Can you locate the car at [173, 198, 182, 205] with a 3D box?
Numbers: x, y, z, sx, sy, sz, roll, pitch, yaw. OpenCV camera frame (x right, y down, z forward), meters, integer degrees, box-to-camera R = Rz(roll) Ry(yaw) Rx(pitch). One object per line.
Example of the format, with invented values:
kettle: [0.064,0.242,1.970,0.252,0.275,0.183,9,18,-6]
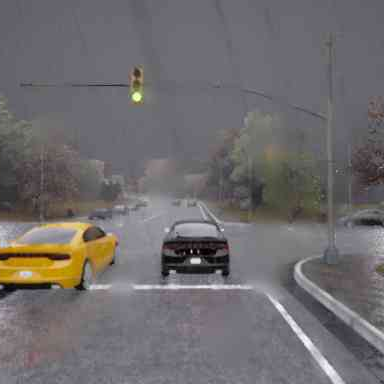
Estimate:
car: [-3.621,2.272,81.413,1.994,1.385,4.181,0,1,-3]

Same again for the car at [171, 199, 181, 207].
car: [-3.503,2.395,71.345,1.837,1.490,4.892,0,1,0]

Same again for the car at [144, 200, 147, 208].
car: [-10.503,2.457,69.964,2.033,1.411,5.357,0,1,0]

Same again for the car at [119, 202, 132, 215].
car: [-10.586,2.655,49.280,1.812,1.442,4.674,0,0,0]

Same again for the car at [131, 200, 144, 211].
car: [-10.543,2.584,59.385,2.128,1.511,4.902,0,1,1]

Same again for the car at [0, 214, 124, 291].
car: [-3.406,1.586,9.302,1.882,1.535,5.008,0,-1,0]

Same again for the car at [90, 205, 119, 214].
car: [-10.613,2.550,39.408,2.033,1.411,5.357,0,-1,1]

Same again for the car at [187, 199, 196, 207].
car: [-0.003,2.426,70.961,2.128,1.511,4.902,0,1,0]

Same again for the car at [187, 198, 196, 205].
car: [-0.120,2.277,81.399,1.994,1.385,4.181,0,1,-3]

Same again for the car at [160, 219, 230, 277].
car: [0.095,1.617,10.745,1.882,1.535,5.008,0,-1,0]

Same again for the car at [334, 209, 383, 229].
car: [13.509,2.114,26.301,4.902,1.511,2.128,0,-2,-3]
